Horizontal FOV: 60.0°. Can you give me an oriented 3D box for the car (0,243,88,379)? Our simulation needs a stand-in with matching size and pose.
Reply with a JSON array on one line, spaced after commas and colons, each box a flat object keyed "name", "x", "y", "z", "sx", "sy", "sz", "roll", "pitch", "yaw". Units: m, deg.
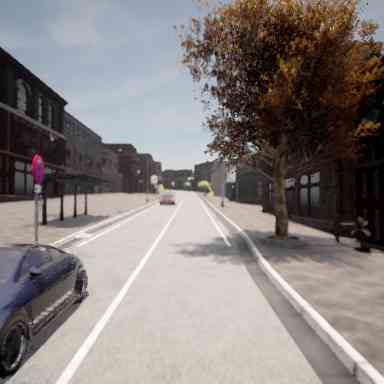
[{"name": "car", "x": -3.180, "y": 1.564, "z": 5.351, "sx": 1.994, "sy": 1.385, "sz": 4.181, "roll": 0, "pitch": 0, "yaw": 0}]

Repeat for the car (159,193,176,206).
[{"name": "car", "x": -3.481, "y": 0.999, "z": 47.591, "sx": 2.097, "sy": 1.767, "sz": 4.553, "roll": 0, "pitch": 1, "yaw": 0}]
